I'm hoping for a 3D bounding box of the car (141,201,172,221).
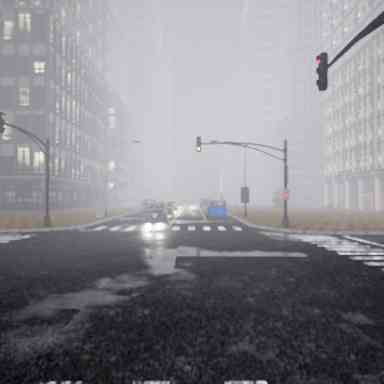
[{"bbox_3d":[-3.296,1.875,31.495,2.128,1.511,4.902,0,-1,-1],"label":"car"}]

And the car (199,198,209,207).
[{"bbox_3d":[2.591,2.201,72.899,2.192,1.841,5.009,0,-1,0],"label":"car"}]

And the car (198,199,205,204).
[{"bbox_3d":[2.637,2.703,95.052,2.008,1.369,4.403,0,-1,0],"label":"car"}]

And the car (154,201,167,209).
[{"bbox_3d":[-5.814,2.316,61.835,1.947,1.339,4.313,0,-1,0],"label":"car"}]

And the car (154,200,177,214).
[{"bbox_3d":[-3.267,2.050,41.279,2.033,1.411,5.357,0,-1,0],"label":"car"}]

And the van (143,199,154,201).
[{"bbox_3d":[-5.847,1.890,45.221,1.690,1.788,3.998,0,-1,0],"label":"van"}]

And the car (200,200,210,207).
[{"bbox_3d":[2.578,2.365,67.357,1.887,1.381,4.507,0,-1,0],"label":"car"}]

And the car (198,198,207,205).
[{"bbox_3d":[2.615,2.334,83.977,2.192,1.841,5.009,0,-1,0],"label":"car"}]

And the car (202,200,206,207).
[{"bbox_3d":[2.544,2.029,39.666,1.887,1.381,4.507,0,-1,0],"label":"car"}]

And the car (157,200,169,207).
[{"bbox_3d":[-5.802,2.368,67.374,2.008,1.369,4.403,0,-1,0],"label":"car"}]

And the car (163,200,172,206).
[{"bbox_3d":[-5.778,2.532,78.452,1.802,1.307,4.206,0,-1,0],"label":"car"}]

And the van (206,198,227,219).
[{"bbox_3d":[2.624,1.759,34.130,1.690,1.788,3.998,0,-1,0],"label":"van"}]

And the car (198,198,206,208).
[{"bbox_3d":[2.568,2.068,61.821,2.192,1.841,5.009,0,-1,0],"label":"car"}]
